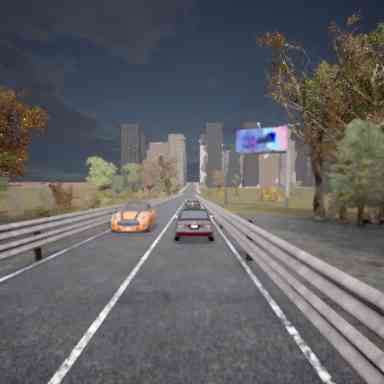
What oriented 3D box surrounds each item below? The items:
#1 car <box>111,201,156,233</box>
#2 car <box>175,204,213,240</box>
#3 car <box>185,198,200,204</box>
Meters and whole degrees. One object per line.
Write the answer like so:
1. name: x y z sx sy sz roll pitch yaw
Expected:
1. car: -3.357 1.358 19.768 2.097 1.767 4.553 0 0 0
2. car: 0.095 1.553 17.018 2.033 1.411 5.357 0 0 0
3. car: 0.066 1.504 42.779 2.128 1.511 4.902 0 0 0
